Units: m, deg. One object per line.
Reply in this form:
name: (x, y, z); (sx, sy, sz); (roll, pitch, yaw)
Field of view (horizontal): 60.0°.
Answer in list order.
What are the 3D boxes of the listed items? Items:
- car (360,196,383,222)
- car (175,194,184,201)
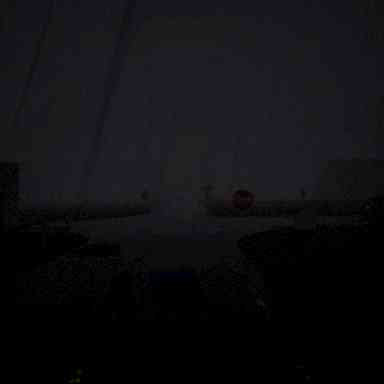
car: (13.918, 1.032, 22.321); (4.553, 1.767, 2.097); (-1, 1, 1)
car: (-2.747, 1.174, 74.426); (2.033, 1.411, 5.357); (0, 0, 0)
